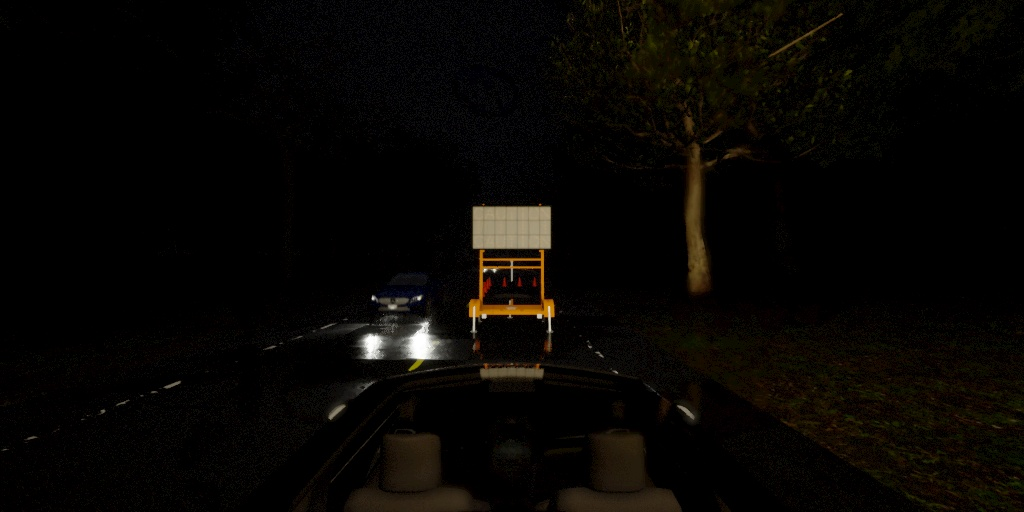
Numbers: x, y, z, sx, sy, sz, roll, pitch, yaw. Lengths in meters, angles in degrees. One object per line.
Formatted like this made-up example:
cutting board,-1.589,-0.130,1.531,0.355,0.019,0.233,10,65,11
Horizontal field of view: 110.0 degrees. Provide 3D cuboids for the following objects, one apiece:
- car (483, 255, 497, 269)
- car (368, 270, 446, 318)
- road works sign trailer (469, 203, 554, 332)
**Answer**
car,-3.533,0.933,57.711,2.150,2.045,5.566,0,0,0
car,-3.605,1.279,13.154,1.812,1.442,4.674,0,0,0
road works sign trailer,-0.005,0.217,10.821,2.380,3.560,2.880,0,0,0
